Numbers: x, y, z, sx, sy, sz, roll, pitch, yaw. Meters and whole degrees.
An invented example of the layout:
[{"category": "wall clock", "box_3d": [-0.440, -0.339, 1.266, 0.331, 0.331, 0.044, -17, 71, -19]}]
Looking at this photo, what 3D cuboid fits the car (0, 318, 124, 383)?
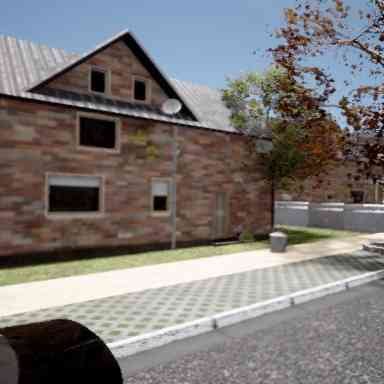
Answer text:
[{"category": "car", "box_3d": [-2.670, 1.471, 1.169, 5.008, 1.535, 1.882, 0, 0, -35]}]
